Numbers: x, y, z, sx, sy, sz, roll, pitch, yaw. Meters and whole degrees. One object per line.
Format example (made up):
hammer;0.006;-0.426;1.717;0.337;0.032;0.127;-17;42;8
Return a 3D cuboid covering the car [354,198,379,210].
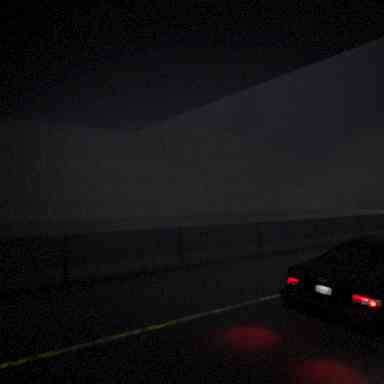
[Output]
car;24.747;1.649;46.665;5.008;1.535;1.882;0;0;-34

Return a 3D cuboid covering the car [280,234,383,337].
car;4.094;1.573;6.581;5.357;1.411;2.033;0;0;-35

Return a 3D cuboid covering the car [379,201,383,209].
car;27.486;1.527;44.296;4.553;1.767;2.097;0;0;-34
